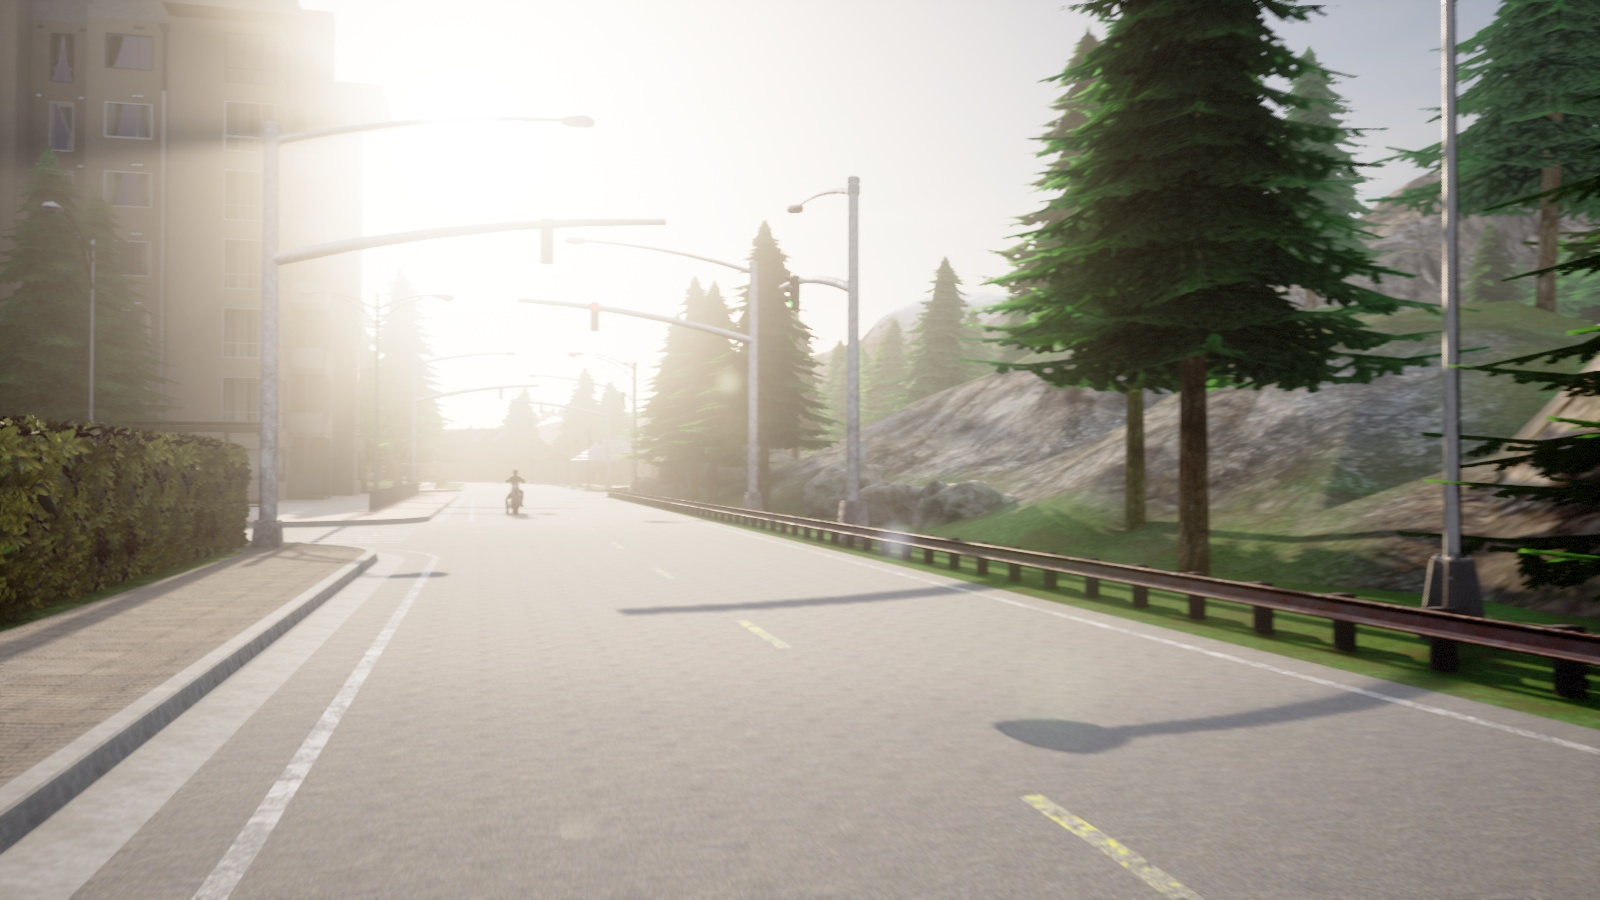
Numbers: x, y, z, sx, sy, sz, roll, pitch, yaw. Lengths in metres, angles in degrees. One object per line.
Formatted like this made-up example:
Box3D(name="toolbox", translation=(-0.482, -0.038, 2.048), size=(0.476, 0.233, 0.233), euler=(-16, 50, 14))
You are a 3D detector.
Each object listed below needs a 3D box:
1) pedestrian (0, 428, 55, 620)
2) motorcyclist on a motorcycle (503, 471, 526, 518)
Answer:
Box3D(name="pedestrian", translation=(-7.784, 0.714, 12.421), size=(0.370, 1.835, 0.726), euler=(0, -1, 3))
Box3D(name="motorcyclist on a motorcycle", translation=(-10.333, 1.586, 45.385), size=(0.766, 1.649, 2.350), euler=(0, -1, -14))
